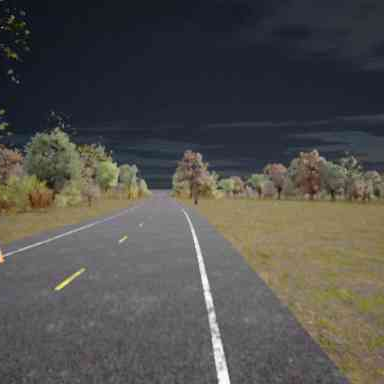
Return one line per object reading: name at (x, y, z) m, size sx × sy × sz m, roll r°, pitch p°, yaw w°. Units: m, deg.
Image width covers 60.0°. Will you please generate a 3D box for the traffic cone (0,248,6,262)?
traffic cone at (-6.358, 1.990, 10.940) m, size 0.340 × 0.580 × 0.340 m, roll 0°, pitch 0°, yaw -1°
